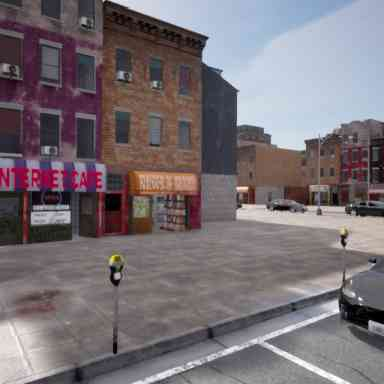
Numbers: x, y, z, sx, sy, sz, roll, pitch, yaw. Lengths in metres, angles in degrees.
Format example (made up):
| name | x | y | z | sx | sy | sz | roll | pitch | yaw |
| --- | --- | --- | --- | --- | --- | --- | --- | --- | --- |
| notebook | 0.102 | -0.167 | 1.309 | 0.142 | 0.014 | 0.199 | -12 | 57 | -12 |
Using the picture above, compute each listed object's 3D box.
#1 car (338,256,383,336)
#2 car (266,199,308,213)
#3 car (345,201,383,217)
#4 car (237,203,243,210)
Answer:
| name | x | y | z | sx | sy | sz | roll | pitch | yaw |
| --- | --- | --- | --- | --- | --- | --- | --- | --- | --- |
| car | 4.435 | 1.568 | 5.954 | 4.313 | 1.339 | 1.947 | 0 | 0 | -35 |
| car | 10.412 | 1.549 | 36.712 | 2.128 | 1.511 | 4.902 | 1 | 0 | -35 |
| car | 15.889 | 1.543 | 28.976 | 1.837 | 1.490 | 4.892 | 1 | 0 | -35 |
| car | 4.420 | 1.626 | 45.162 | 2.033 | 1.411 | 5.357 | 1 | 0 | -36 |
